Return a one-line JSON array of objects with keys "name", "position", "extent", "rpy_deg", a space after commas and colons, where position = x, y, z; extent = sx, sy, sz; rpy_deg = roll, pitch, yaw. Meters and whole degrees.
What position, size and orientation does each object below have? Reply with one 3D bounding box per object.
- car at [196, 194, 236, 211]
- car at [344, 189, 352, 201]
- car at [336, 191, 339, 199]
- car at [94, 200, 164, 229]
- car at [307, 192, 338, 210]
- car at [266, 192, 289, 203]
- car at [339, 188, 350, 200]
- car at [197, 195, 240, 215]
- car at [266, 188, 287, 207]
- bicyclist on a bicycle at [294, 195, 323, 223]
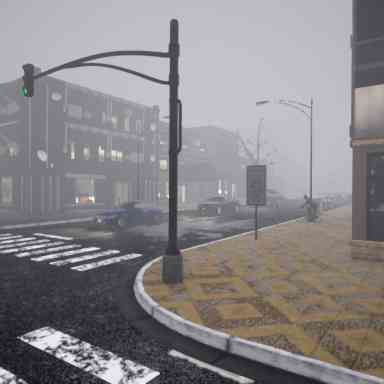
[{"name": "car", "position": [2.450, 1.011, 33.340], "extent": [2.008, 1.369, 4.403], "rpy_deg": [2, 2, 35]}, {"name": "car", "position": [25.481, 0.619, 51.641], "extent": [1.887, 1.381, 4.507], "rpy_deg": [2, 2, 35]}, {"name": "car", "position": [18.598, 0.788, 46.274], "extent": [1.895, 1.301, 4.718], "rpy_deg": [1, 1, 35]}, {"name": "car", "position": [-3.600, 1.248, 19.843], "extent": [1.812, 1.442, 4.674], "rpy_deg": [1, 1, 37]}, {"name": "car", "position": [12.711, 0.993, 33.029], "extent": [2.008, 1.369, 4.403], "rpy_deg": [2, 2, 35]}, {"name": "car", "position": [12.170, 0.767, 47.203], "extent": [1.802, 1.307, 4.206], "rpy_deg": [2, 2, 35]}, {"name": "car", "position": [24.284, 0.572, 54.508], "extent": [2.033, 1.411, 5.357], "rpy_deg": [1, 1, 36]}, {"name": "car", "position": [2.350, 1.028, 28.437], "extent": [1.882, 1.535, 5.008], "rpy_deg": [1, 1, 35]}, {"name": "car", "position": [8.868, 0.582, 37.824], "extent": [2.150, 2.045, 5.566], "rpy_deg": [1, 2, 35]}, {"name": "bicyclist on a bicycle", "position": [6.830, 1.003, 19.562], "extent": [1.656, 1.620, 0.582], "rpy_deg": [0, 1, 35]}]
